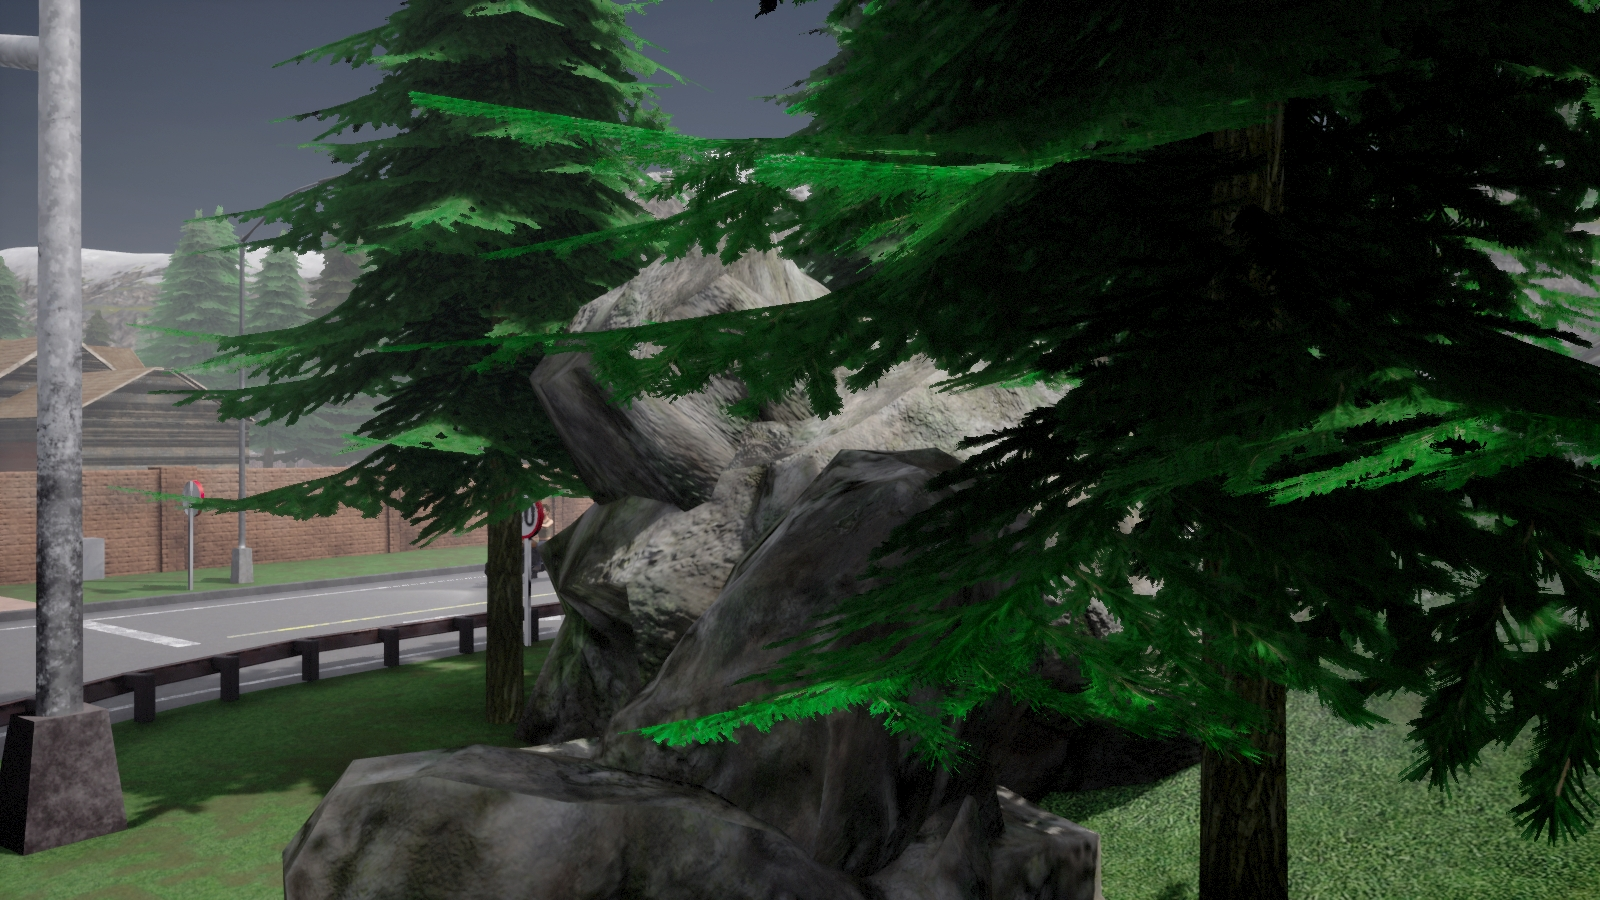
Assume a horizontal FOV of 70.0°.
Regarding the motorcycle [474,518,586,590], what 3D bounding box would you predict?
[{"bbox_3d":[-5.636,2.150,24.014,0.764,1.277,2.356,0,0,36],"label":"motorcycle"}]
